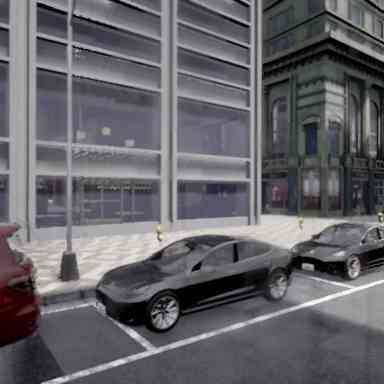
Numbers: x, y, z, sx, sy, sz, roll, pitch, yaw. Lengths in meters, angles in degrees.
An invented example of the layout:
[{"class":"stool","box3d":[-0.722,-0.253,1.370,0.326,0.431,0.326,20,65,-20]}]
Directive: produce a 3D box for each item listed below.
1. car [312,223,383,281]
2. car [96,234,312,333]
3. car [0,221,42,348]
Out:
[{"class":"car","box3d":[4.858,1.633,10.106,4.313,1.339,1.947,0,-1,-35]},{"class":"car","box3d":[0.267,1.594,6.838,4.313,1.339,1.947,0,0,-35]},{"class":"car","box3d":[-4.325,1.304,3.571,5.009,1.841,2.192,0,0,-35]}]
